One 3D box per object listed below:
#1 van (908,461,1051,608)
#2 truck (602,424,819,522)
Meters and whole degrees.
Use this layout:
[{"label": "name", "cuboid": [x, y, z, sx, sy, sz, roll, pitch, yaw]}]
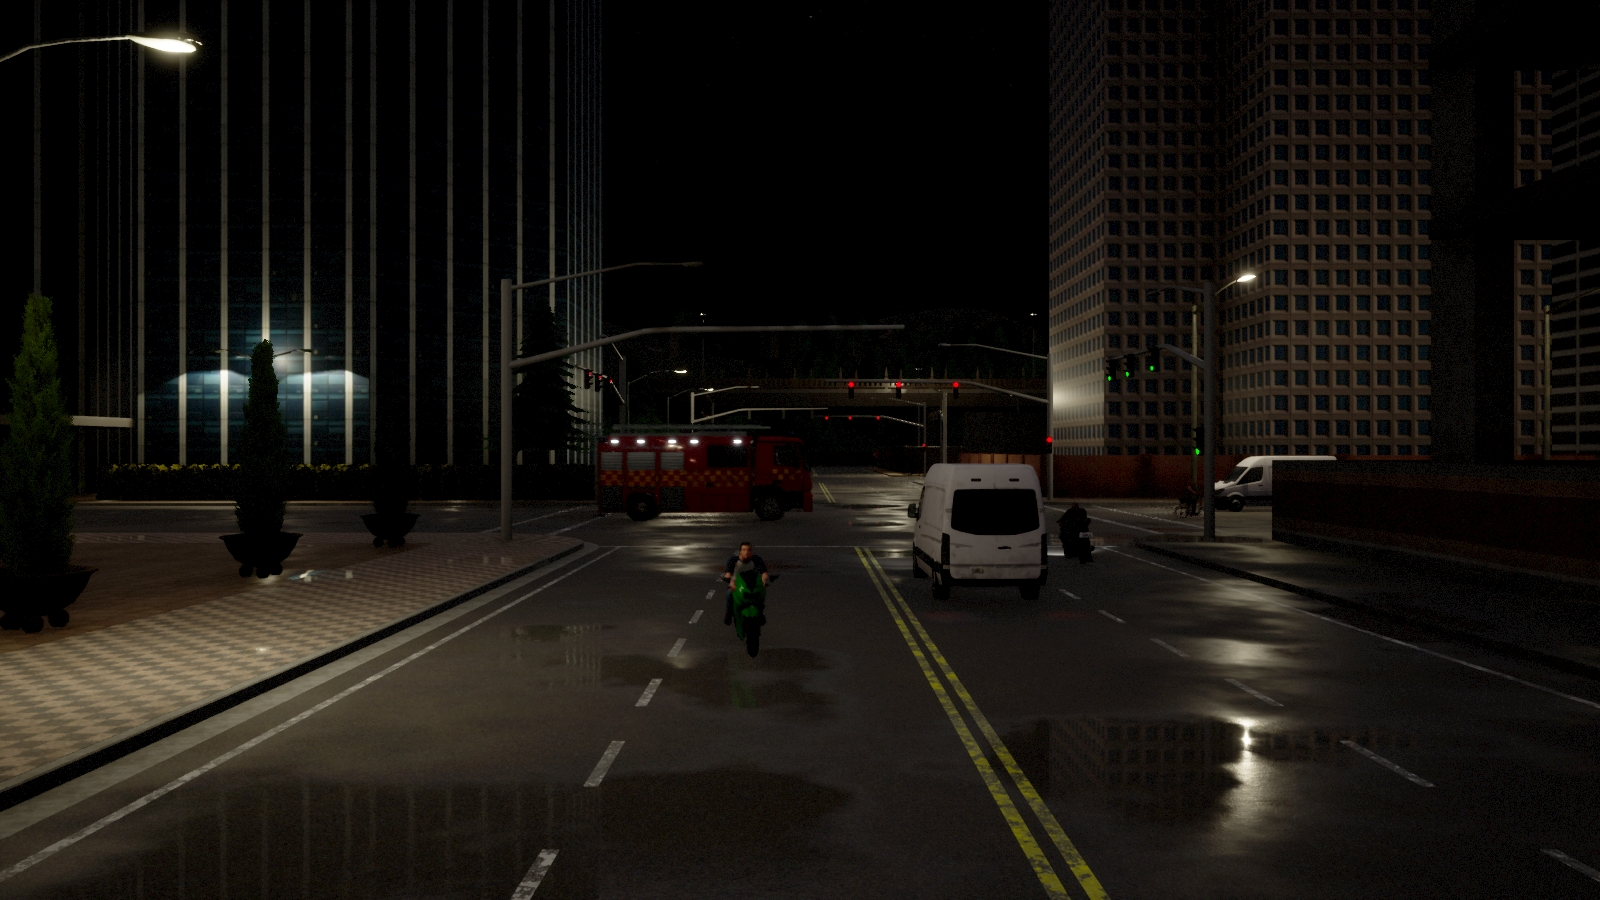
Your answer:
[{"label": "van", "cuboid": [3.501, 1.543, 23.400, 1.988, 2.561, 5.915, 0, 0, 0]}, {"label": "truck", "cuboid": [-3.506, 0.907, 45.992, 8.468, 3.827, 2.891, 0, 0, -1]}]
